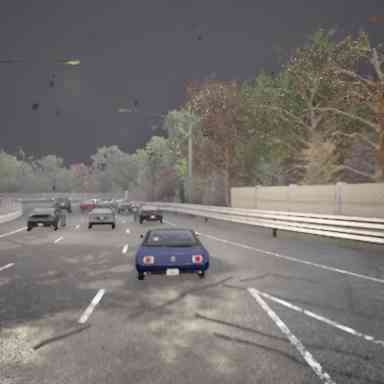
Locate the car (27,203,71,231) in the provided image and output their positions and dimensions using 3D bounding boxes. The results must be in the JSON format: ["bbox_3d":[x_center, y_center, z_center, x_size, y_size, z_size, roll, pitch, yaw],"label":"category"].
[{"bbox_3d":[-9.841,1.783,22.813,1.837,1.490,4.892,0,-1,-12],"label":"car"}]

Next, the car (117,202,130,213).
[{"bbox_3d":[-8.745,1.991,42.014,1.837,1.490,4.892,0,0,-22],"label":"car"}]

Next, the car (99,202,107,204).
[{"bbox_3d":[-15.162,2.246,55.009,1.895,1.301,4.718,0,-1,-30],"label":"car"}]

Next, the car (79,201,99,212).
[{"bbox_3d":[-14.895,2.038,47.283,1.882,1.535,5.008,0,-1,-25],"label":"car"}]

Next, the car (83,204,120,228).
[{"bbox_3d":[-6.610,1.836,24.552,2.033,1.411,5.357,0,-1,-14],"label":"car"}]

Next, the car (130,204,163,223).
[{"bbox_3d":[-3.770,1.795,27.981,1.882,1.535,5.008,0,-1,-18],"label":"car"}]

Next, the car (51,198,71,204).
[{"bbox_3d":[-17.860,1.771,45.450,2.150,2.045,5.566,0,-1,-25],"label":"car"}]

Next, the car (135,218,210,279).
[{"bbox_3d":[-0.697,1.718,10.431,1.895,1.301,4.718,0,-1,-6],"label":"car"}]
